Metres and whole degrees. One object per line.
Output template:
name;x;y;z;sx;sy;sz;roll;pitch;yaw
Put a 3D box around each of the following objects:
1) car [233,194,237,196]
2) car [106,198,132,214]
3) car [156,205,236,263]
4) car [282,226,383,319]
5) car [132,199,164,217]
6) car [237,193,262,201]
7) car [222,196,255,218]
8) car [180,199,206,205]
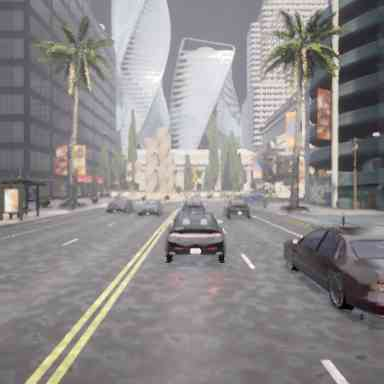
car;9.965;1.061;69.997;4.902;1.511;2.128;0;0;-39
car;-6.973;1.338;32.929;2.033;1.411;5.357;0;0;1
car;0.105;1.418;11.681;2.128;1.511;4.902;0;0;0
car;3.600;1.500;7.581;2.033;1.411;5.357;0;0;0
car;-3.549;1.362;29.378;2.033;1.411;5.357;0;0;0
car;12.075;1.034;67.194;5.008;1.535;1.882;-1;1;-39
car;3.619;1.332;27.556;1.837;1.490;4.892;0;0;0
car;0.119;1.331;27.566;1.837;1.490;4.892;0;0;0
